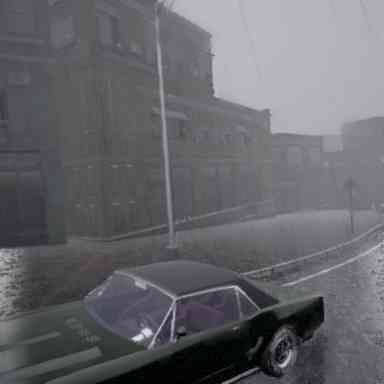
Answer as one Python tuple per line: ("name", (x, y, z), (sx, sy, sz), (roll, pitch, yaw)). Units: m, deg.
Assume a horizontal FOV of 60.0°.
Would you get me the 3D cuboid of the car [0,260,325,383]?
("car", (-0.487, 1.628, 3.933), (4.718, 1.301, 1.895), (0, 0, -39))
